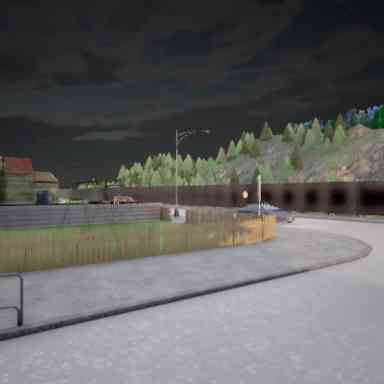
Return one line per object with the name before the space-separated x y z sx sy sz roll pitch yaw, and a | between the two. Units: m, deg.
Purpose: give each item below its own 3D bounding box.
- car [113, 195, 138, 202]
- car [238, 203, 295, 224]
car | -8.836 1.245 44.424 2.097 1.767 4.553 0 0 -35
car | 5.324 1.546 24.455 1.812 1.442 4.674 0 1 -35
